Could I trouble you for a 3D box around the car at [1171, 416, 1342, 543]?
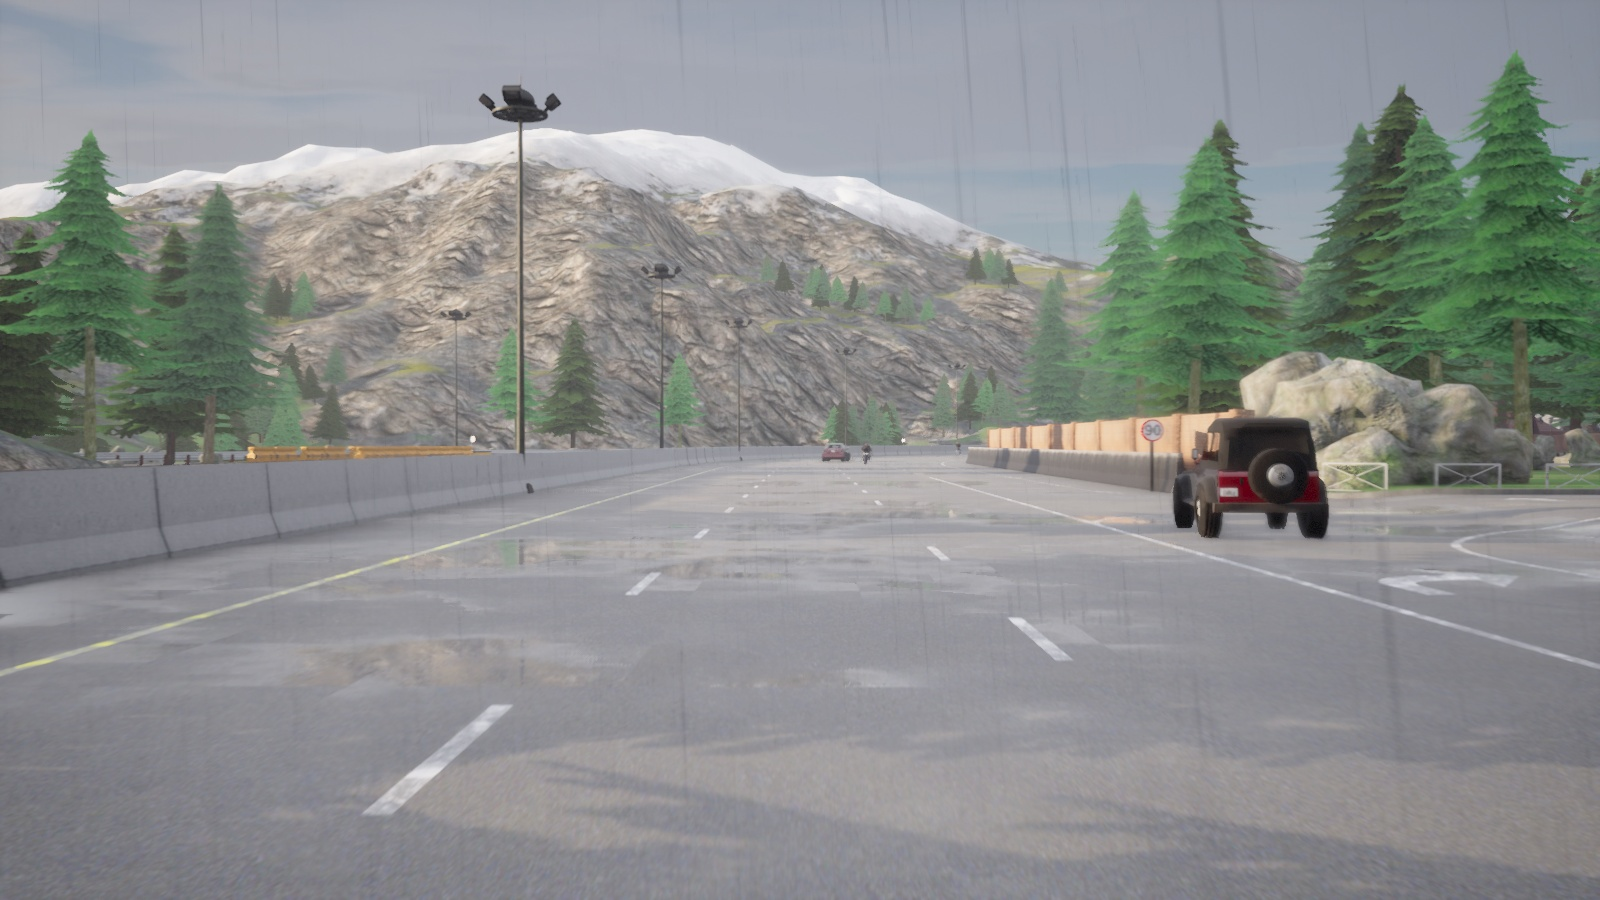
[{"bbox_3d":[7.365,0.432,20.632,1.905,1.878,3.866,0,0,8],"label":"car"}]
